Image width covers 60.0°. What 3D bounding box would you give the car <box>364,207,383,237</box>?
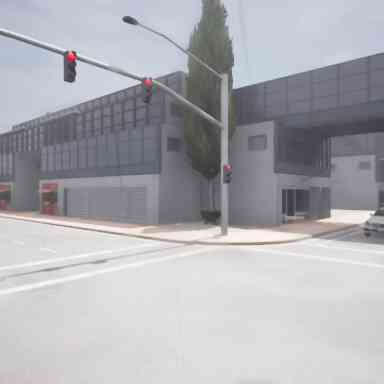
[{"bbox_3d":[10.493,1.523,17.414,1.812,1.442,4.674,0,0,42],"label":"car"}]
